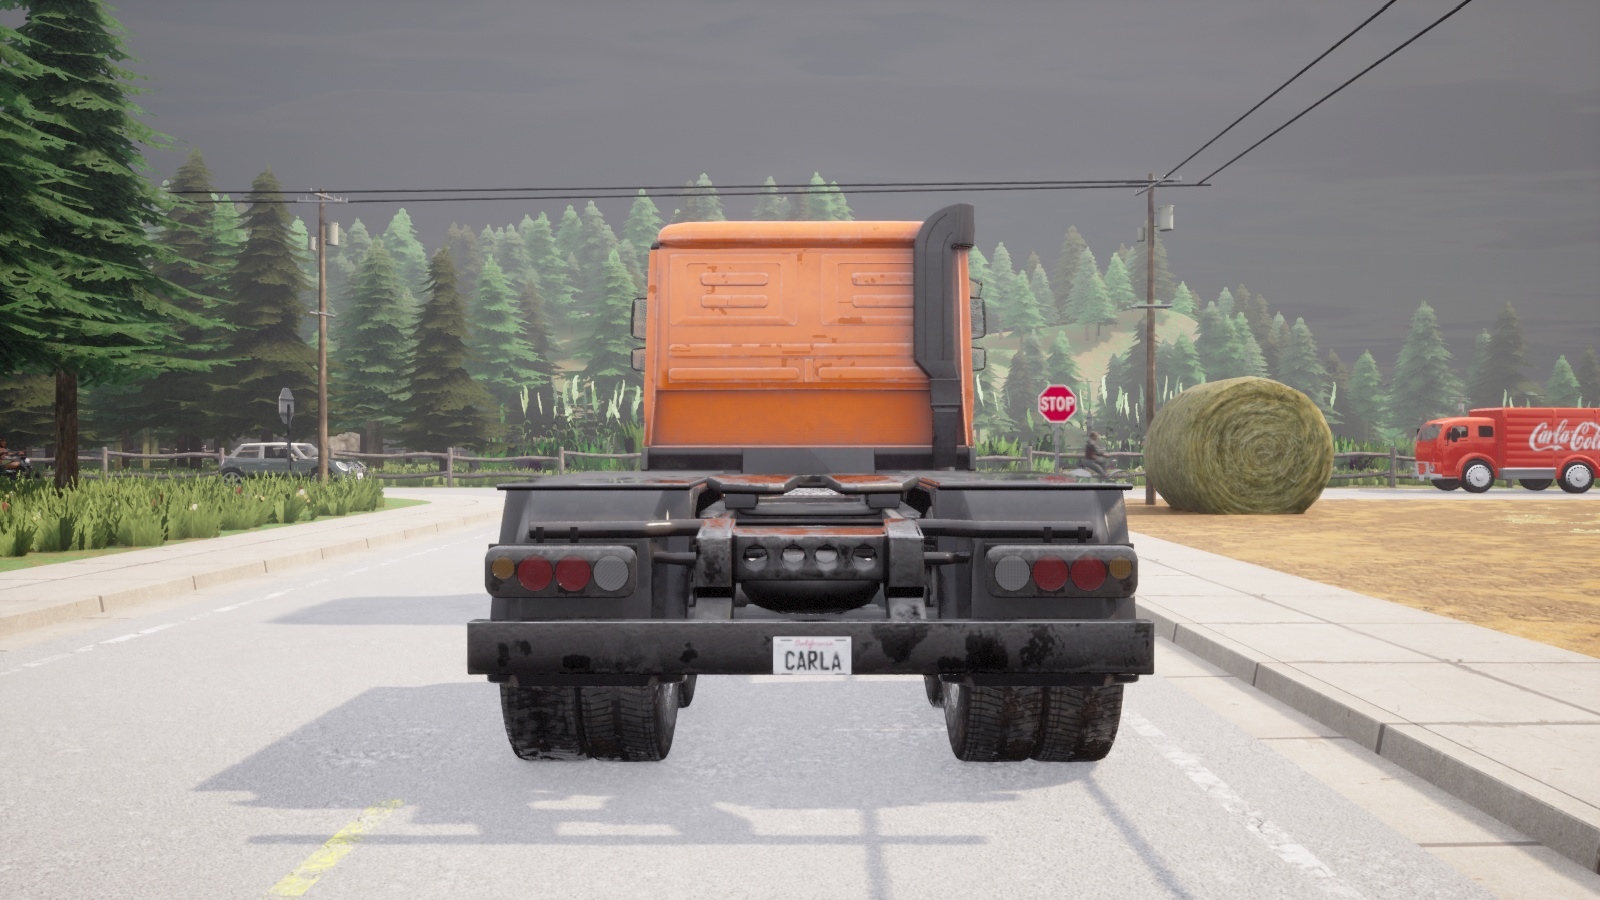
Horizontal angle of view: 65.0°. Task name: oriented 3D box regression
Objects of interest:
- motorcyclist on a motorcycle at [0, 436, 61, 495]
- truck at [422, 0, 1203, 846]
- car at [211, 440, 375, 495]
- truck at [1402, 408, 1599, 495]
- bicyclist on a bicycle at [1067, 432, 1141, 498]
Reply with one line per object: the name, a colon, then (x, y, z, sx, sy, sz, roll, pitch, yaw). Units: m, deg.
motorcyclist on a motorcycle: (-22.366, 0.443, 35.643, 2.350, 1.649, 0.766, 0, 0, 2)
truck: (0.063, -0.284, 8.625, 2.891, 3.462, 7.936, 0, 0, 0)
car: (-14.161, 0.467, 35.216, 3.806, 1.475, 1.970, 0, 0, 3)
truck: (20.897, 0.035, 36.824, 5.204, 2.467, 2.627, 0, 0, 3)
bicyclist on a bicycle: (8.228, 0.397, 34.006, 1.843, 1.776, 0.659, 0, 0, 3)
